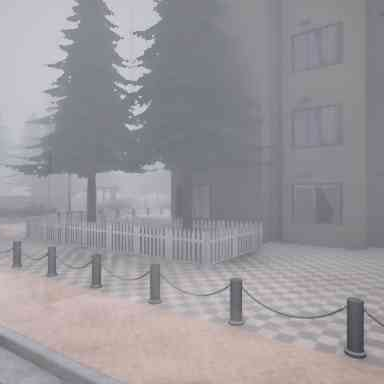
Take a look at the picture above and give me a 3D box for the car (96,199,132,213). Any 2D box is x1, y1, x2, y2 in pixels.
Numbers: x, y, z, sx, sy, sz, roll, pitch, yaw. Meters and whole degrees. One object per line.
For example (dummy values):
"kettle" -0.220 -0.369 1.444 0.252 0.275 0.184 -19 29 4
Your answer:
"car" -8.727 1.476 36.233 2.128 1.511 4.902 0 0 37

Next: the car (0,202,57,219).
"car" -14.354 1.585 28.786 1.895 1.301 4.718 0 0 37

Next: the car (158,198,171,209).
"car" -2.486 1.510 44.461 1.812 1.442 4.674 0 0 37
